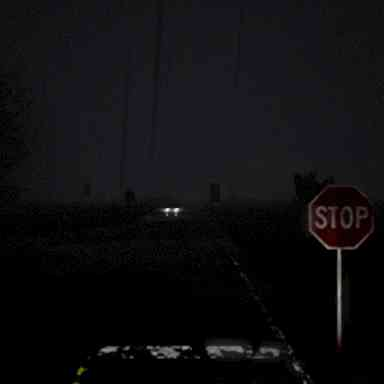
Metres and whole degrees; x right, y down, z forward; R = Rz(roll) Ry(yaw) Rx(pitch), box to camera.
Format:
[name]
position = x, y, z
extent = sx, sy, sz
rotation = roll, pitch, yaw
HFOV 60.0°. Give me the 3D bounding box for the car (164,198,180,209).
[car]
position = -2.731, 1.536, 46.295
extent = 1.994, 1.385, 4.181
rotation = 0, 0, 0
